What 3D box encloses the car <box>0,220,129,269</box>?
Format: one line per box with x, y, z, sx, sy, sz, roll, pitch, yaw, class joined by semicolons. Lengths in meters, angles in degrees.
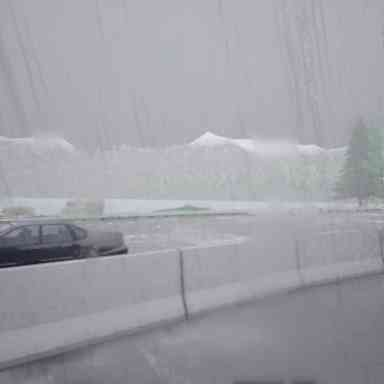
-4.507;1.509;9.284;5.357;1.411;2.033;0;0;-35;car

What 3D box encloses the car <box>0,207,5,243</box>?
-10.535;1.431;13.551;4.892;1.490;1.837;0;0;-35;car
